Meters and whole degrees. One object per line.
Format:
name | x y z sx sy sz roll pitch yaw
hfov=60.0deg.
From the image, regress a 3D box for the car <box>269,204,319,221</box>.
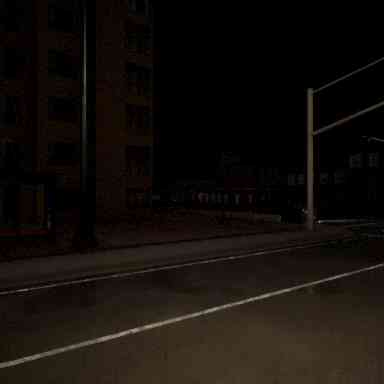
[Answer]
car | 9.442 1.866 31.165 2.097 1.767 4.553 0 -5 -36
